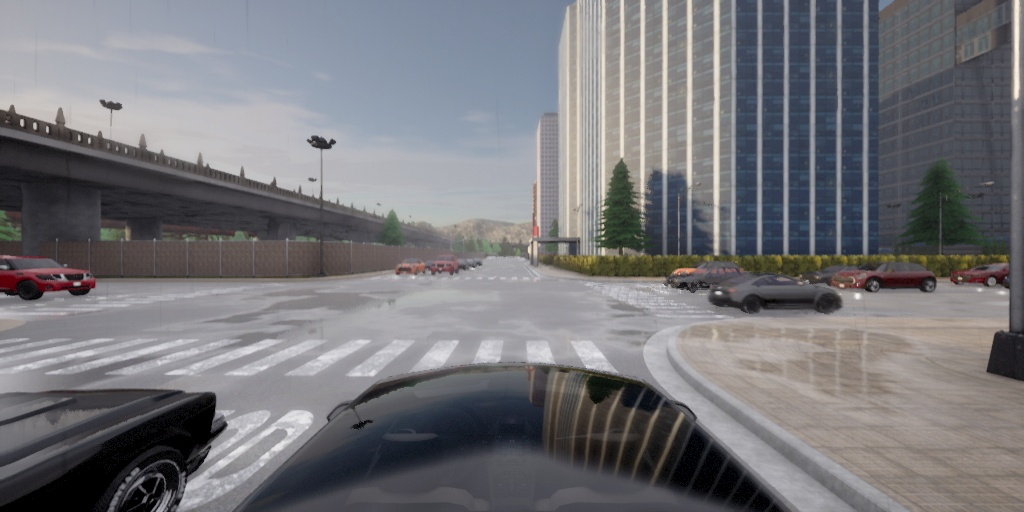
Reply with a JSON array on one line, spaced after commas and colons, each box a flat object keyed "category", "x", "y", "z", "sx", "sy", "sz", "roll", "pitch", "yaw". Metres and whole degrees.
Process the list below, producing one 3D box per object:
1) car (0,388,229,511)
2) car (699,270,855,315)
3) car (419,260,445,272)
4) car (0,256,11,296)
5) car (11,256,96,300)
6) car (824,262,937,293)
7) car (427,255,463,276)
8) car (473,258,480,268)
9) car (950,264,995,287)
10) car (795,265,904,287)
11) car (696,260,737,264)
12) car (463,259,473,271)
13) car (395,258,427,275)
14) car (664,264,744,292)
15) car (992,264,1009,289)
[{"category": "car", "x": -3.380, "y": 1.352, "z": 0.931, "sx": 1.895, "sy": 1.301, "sz": 4.718, "roll": 0, "pitch": 0, "yaw": 0}, {"category": "car", "x": 9.692, "y": 1.350, "z": 13.388, "sx": 4.181, "sy": 1.385, "sz": 1.994, "roll": 0, "pitch": 0, "yaw": -2}, {"category": "car", "x": -10.284, "y": 1.216, "z": 46.524, "sx": 2.033, "sy": 1.411, "sz": 5.357, "roll": 0, "pitch": 0, "yaw": 2}, {"category": "car", "x": -23.647, "y": 1.005, "z": 13.798, "sx": 5.566, "sy": 2.045, "sz": 2.150, "roll": 0, "pitch": 0, "yaw": 0}, {"category": "car", "x": -23.739, "y": 0.998, "z": 17.306, "sx": 5.566, "sy": 2.045, "sz": 2.150, "roll": 0, "pitch": 0, "yaw": 0}, {"category": "car", "x": 21.234, "y": 1.123, "z": 20.632, "sx": 4.553, "sy": 1.767, "sz": 2.097, "roll": 0, "pitch": 0, "yaw": 0}, {"category": "car", "x": -6.862, "y": 0.907, "z": 37.243, "sx": 2.150, "sy": 2.045, "sz": 5.566, "roll": 0, "pitch": 0, "yaw": 0}, {"category": "car", "x": -6.690, "y": 1.176, "z": 56.566, "sx": 1.812, "sy": 1.442, "sz": 4.674, "roll": 0, "pitch": 0, "yaw": 1}, {"category": "car", "x": 32.568, "y": 1.243, "z": 24.015, "sx": 5.008, "sy": 1.535, "sz": 1.882, "roll": 0, "pitch": 0, "yaw": 1}, {"category": "car", "x": 22.541, "y": 1.312, "z": 24.121, "sx": 5.357, "sy": 1.411, "sz": 2.033, "roll": 0, "pitch": 0, "yaw": 1}, {"category": "car", "x": 13.126, "y": 1.117, "z": 24.202, "sx": 4.553, "sy": 1.767, "sz": 2.097, "roll": 0, "pitch": 0, "yaw": 0}, {"category": "car", "x": -6.790, "y": 1.145, "z": 47.245, "sx": 1.882, "sy": 1.535, "sz": 5.008, "roll": 0, "pitch": 0, "yaw": 1}, {"category": "car", "x": -10.390, "y": 1.037, "z": 37.056, "sx": 2.097, "sy": 1.767, "sz": 4.553, "roll": 0, "pitch": 0, "yaw": 1}, {"category": "car", "x": 11.738, "y": 1.319, "z": 20.714, "sx": 5.357, "sy": 1.411, "sz": 2.033, "roll": 0, "pitch": 0, "yaw": 0}, {"category": "car", "x": 31.102, "y": 1.336, "z": 20.534, "sx": 4.181, "sy": 1.385, "sz": 1.994, "roll": 0, "pitch": 0, "yaw": 1}]
